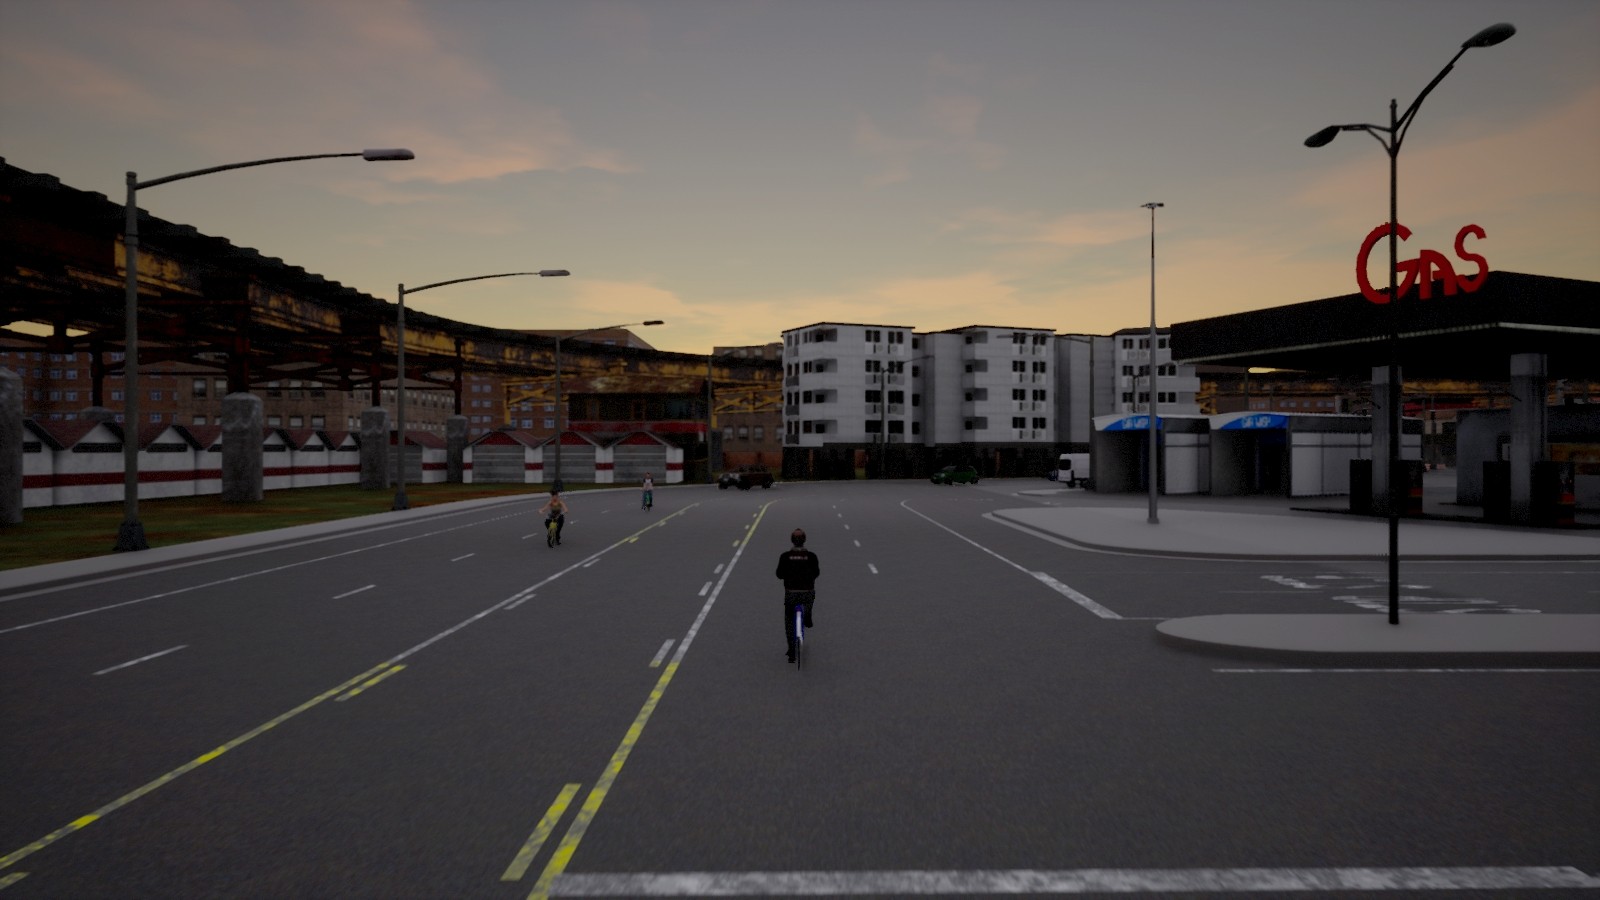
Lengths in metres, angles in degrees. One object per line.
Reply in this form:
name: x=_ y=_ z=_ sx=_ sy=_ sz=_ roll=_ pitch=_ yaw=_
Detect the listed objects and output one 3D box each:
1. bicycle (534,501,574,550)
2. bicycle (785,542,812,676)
bicycle: x=-7.044 y=2.144 z=32.781 sx=0.859 sy=1.301 sz=1.487 roll=0 pitch=0 yaw=0
bicycle: x=-0.024 y=2.048 z=15.096 sx=0.329 sy=1.496 sz=1.835 roll=0 pitch=0 yaw=0
